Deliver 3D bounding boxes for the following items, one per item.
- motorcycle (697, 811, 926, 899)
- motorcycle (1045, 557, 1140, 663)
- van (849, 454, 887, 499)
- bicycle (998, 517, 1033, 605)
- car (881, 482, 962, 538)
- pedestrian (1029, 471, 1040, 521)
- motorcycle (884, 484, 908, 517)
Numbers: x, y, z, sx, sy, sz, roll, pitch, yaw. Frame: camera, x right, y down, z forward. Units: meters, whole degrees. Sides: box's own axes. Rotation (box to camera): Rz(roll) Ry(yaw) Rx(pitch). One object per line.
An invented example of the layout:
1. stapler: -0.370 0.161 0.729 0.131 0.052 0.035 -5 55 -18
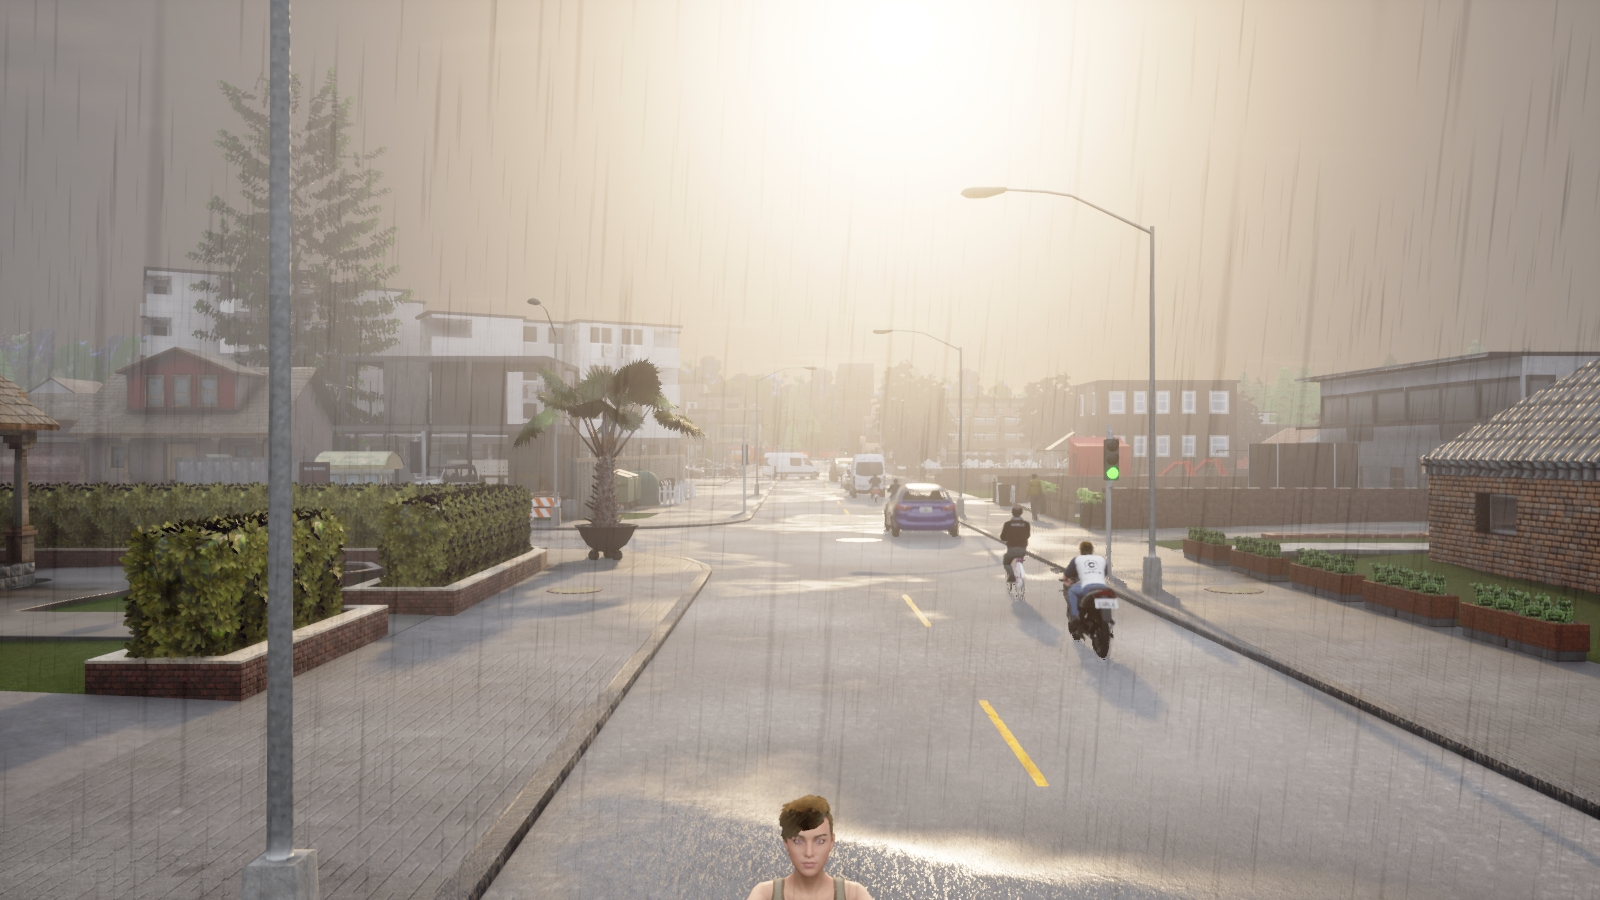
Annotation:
1. motorcycle: 0.039 2.155 3.558 0.764 1.307 2.356 0 0 0
2. motorcycle: 4.039 2.186 15.952 0.803 1.199 2.033 0 0 0
3. van: 4.032 1.534 68.676 1.988 2.561 5.915 0 0 0
4. bicycle: 4.042 2.060 21.516 0.329 1.471 1.835 0 0 0
5. car: 4.036 1.967 38.654 2.242 1.667 4.611 0 0 0
6. pedestrian: 8.893 1.744 43.355 0.375 1.860 0.375 0 0 6
7. motorcycle: 4.032 2.142 48.319 0.856 1.316 1.805 0 0 0
